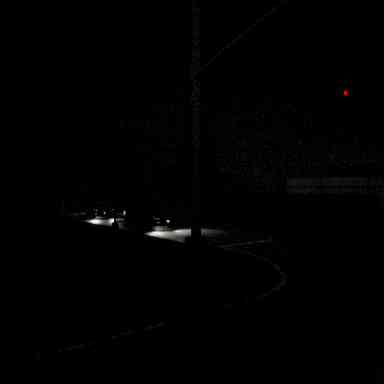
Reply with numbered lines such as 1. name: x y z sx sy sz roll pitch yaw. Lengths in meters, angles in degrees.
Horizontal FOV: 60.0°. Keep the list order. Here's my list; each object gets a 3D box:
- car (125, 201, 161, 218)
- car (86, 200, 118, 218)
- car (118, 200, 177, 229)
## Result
1. car: -4.676 1.564 31.221 1.994 1.385 4.181 0 0 -31
2. car: -8.378 1.505 30.099 1.837 1.490 4.892 0 0 -26
3. car: -2.846 1.505 21.858 1.837 1.490 4.892 0 0 -36
